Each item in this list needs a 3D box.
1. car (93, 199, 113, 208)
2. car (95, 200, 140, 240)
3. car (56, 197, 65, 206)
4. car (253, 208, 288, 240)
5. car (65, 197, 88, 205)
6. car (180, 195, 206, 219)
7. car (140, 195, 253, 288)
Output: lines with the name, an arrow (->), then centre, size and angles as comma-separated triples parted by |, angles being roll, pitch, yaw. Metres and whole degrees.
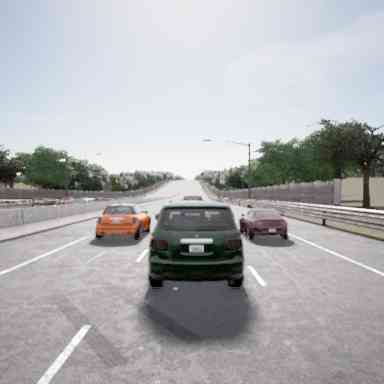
car -> -14.093, 1.843, 52.771 | 1.895, 1.301, 4.718 | 0, -1, 0
car -> -3.420, 1.372, 17.316 | 2.097, 1.767, 4.553 | 0, 0, 1
car -> -21.066, 1.617, 55.711 | 2.097, 1.767, 4.553 | 0, 0, 0
car -> 3.581, 1.546, 17.114 | 1.812, 1.442, 4.674 | 0, 0, 0
car -> -17.600, 1.758, 51.695 | 1.812, 1.442, 4.674 | 0, -1, 0
car -> 0.065, 1.300, 30.858 | 2.150, 2.045, 5.566 | 0, 0, 0
car -> 0.090, 1.229, 9.382 | 2.150, 2.045, 5.566 | 0, 0, 0
